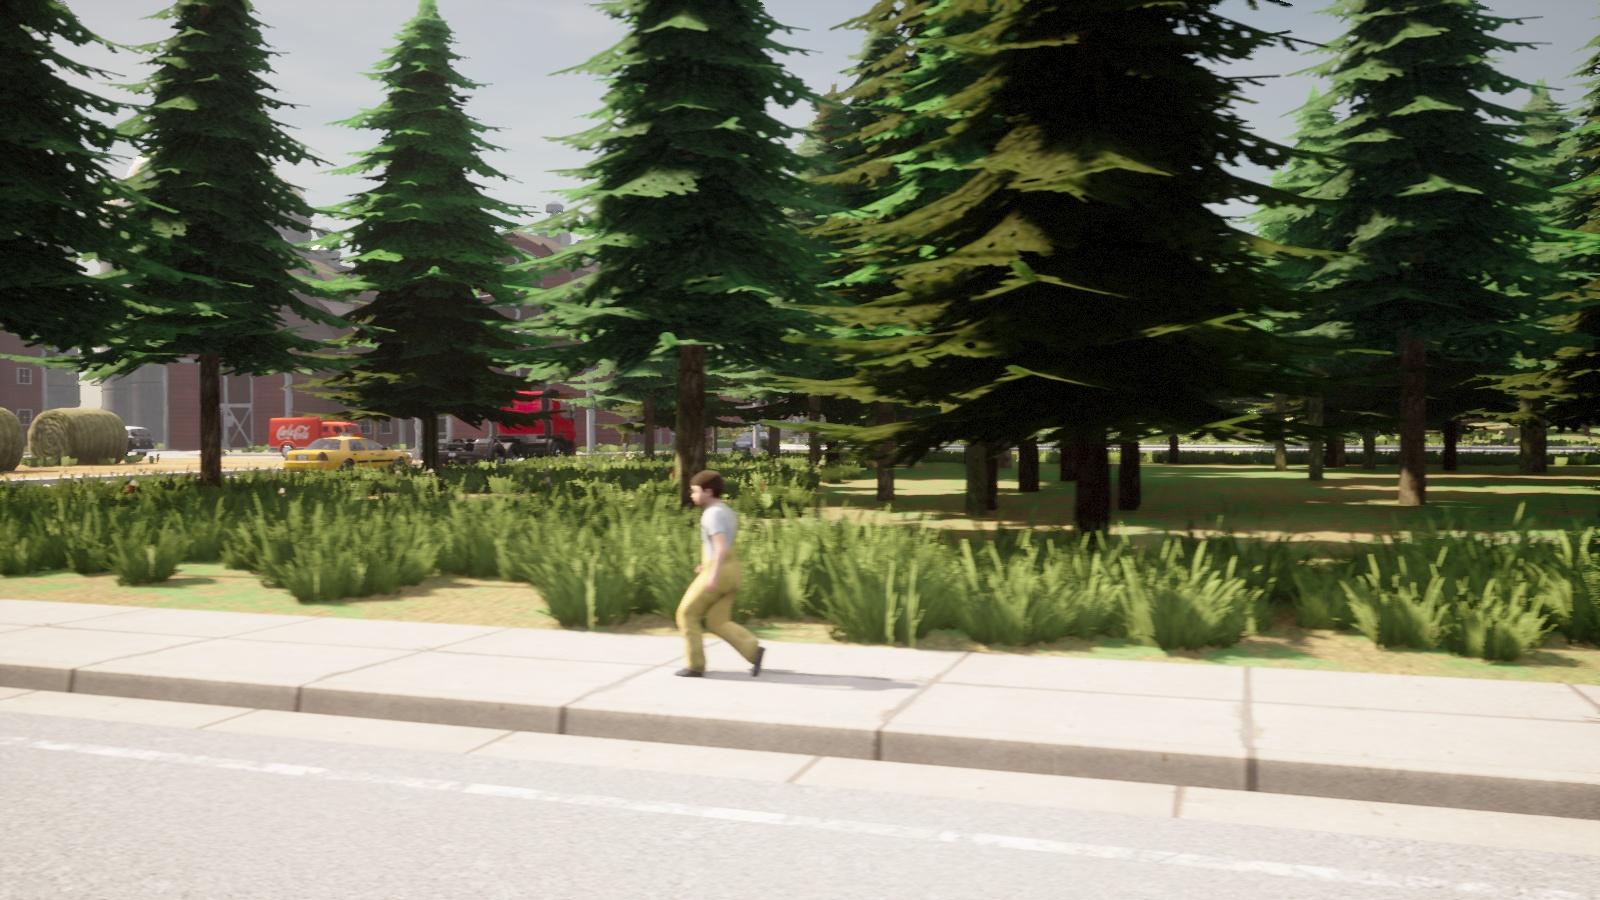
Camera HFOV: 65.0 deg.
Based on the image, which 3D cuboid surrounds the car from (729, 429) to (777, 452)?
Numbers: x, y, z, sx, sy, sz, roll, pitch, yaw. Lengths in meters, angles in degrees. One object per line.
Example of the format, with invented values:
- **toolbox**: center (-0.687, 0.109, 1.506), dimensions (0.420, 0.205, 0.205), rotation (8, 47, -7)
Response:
- **car**: center (-3.480, -0.711, 93.950), dimensions (2.033, 1.649, 4.856), rotation (0, 1, 18)

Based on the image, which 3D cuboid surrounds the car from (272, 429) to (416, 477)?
- **car**: center (-15.752, 0.054, 43.728), dimensions (1.801, 1.575, 5.366), rotation (0, 1, 18)

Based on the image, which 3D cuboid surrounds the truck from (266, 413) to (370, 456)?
- **truck**: center (-28.514, -0.923, 74.276), dimensions (5.204, 2.467, 2.627), rotation (0, 1, 17)

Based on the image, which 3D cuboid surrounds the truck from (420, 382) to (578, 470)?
- **truck**: center (-12.622, -1.012, 53.563), dimensions (2.891, 3.462, 7.936), rotation (0, 1, 18)

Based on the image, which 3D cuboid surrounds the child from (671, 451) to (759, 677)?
- **child**: center (-0.490, 0.643, 7.241), dimensions (0.437, 1.263, 0.270), rotation (0, 1, 17)

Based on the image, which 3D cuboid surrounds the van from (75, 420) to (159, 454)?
- **van**: center (-42.679, -0.819, 78.495), dimensions (4.480, 2.038, 2.069), rotation (0, 1, 17)
